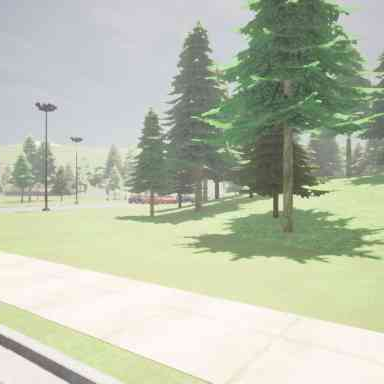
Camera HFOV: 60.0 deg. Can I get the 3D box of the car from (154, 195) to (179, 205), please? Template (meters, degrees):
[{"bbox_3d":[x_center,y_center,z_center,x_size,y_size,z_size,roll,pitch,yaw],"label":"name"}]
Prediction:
[{"bbox_3d":[-4.528,1.352,59.385,2.097,1.767,4.553,0,0,37],"label":"car"}]

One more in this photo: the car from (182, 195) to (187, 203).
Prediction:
[{"bbox_3d":[-1.579,1.352,69.418,2.097,1.767,4.553,0,0,36],"label":"car"}]

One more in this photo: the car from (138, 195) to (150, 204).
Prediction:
[{"bbox_3d":[-7.229,1.352,61.621,2.097,1.767,4.553,0,0,37],"label":"car"}]

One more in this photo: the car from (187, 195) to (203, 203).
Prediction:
[{"bbox_3d":[1.508,1.564,67.708,1.994,1.385,4.181,0,0,36],"label":"car"}]

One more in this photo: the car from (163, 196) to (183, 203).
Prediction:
[{"bbox_3d":[-4.092,1.554,71.889,1.994,1.385,4.181,0,0,36],"label":"car"}]

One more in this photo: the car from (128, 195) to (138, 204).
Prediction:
[{"bbox_3d":[-9.990,1.352,63.696,2.097,1.767,4.553,0,0,37],"label":"car"}]
